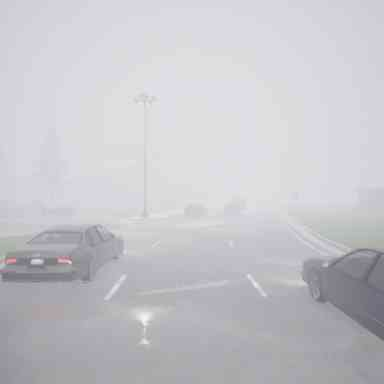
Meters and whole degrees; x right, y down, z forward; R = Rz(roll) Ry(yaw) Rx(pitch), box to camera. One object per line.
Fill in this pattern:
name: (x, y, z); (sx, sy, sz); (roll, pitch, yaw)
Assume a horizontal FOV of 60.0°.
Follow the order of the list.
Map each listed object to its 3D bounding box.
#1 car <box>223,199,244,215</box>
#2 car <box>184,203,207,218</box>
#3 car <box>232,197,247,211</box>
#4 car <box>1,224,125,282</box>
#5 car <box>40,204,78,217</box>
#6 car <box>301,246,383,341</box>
car: (4.800, 1.952, 39.397); (1.837, 1.490, 4.892); (0, -1, 12)
car: (0.452, 1.901, 35.654); (2.128, 1.511, 4.902); (0, -1, 12)
car: (6.928, 1.784, 49.639); (2.150, 2.045, 5.566); (0, -1, 12)
car: (-3.476, 1.669, 10.096); (2.033, 1.411, 5.357); (0, -1, 1)
car: (-14.765, 2.046, 37.206); (1.895, 1.301, 4.718); (0, -1, 12)
car: (3.548, 1.607, 5.444); (2.033, 1.411, 5.357); (0, -1, -2)
